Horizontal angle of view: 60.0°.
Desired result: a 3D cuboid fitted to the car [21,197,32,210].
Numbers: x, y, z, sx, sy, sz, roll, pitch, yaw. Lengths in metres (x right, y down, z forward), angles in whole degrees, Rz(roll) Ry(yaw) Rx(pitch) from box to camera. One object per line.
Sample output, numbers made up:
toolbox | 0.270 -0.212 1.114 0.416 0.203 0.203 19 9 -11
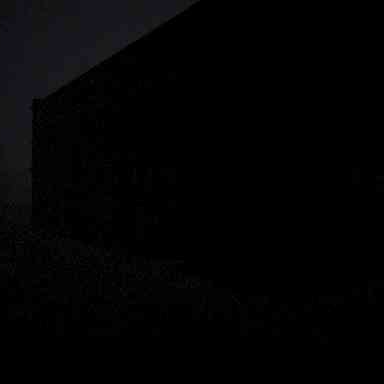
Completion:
car | -26.103 1.978 49.264 4.792 1.488 2.163 1 -2 20

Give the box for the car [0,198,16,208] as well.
car | -35.448 1.992 61.375 5.366 1.575 1.946 1 -1 20

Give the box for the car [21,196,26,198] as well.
car | -34.674 2.067 64.060 5.008 1.535 2.097 1 -1 20

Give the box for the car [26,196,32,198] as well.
car | -24.252 2.017 54.525 4.553 1.767 2.185 1 -1 20

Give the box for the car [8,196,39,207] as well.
car | -33.736 1.884 66.692 5.566 2.045 2.435 1 -1 20

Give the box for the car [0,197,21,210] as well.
car | -27.048 1.714 46.650 4.553 1.767 2.185 1 -2 20
